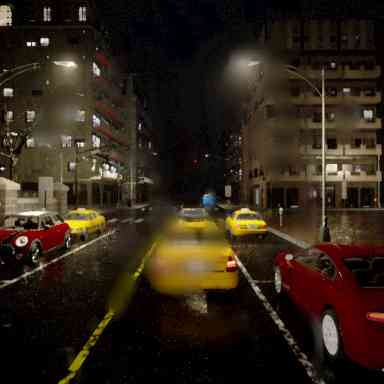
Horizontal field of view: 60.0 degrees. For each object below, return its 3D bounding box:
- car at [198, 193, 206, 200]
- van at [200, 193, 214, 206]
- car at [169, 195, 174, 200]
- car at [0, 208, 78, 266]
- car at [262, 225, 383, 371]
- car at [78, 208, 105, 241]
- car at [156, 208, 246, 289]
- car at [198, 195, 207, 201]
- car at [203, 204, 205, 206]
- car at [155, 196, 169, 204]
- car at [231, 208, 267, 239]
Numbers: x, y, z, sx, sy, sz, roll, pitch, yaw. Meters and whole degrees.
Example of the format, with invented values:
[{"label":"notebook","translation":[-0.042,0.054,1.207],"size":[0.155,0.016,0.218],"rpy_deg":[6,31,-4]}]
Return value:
[{"label":"car","translation":[2.651,1.243,89.007],"size":[2.192,1.841,5.009],"rpy_deg":[1,0,0]},{"label":"van","translation":[2.670,1.317,54.981],"size":[1.690,1.788,3.998],"rpy_deg":[1,0,0]},{"label":"car","translation":[-5.733,1.510,89.060],"size":[1.802,1.307,4.206],"rpy_deg":[1,0,0]},{"label":"car","translation":[-5.688,1.441,11.387],"size":[1.967,1.590,4.097],"rpy_deg":[1,0,0]},{"label":"car","translation":[2.694,1.546,5.755],"size":[1.887,1.381,4.507],"rpy_deg":[1,0,0]},{"label":"car","translation":[-5.692,1.526,16.831],"size":[1.752,1.417,4.829],"rpy_deg":[1,0,0]},{"label":"car","translation":[0.094,1.458,9.127],"size":[1.801,1.575,5.366],"rpy_deg":[0,0,0]},{"label":"car","translation":[2.651,1.489,83.336],"size":[2.008,1.369,4.403],"rpy_deg":[1,0,0]},{"label":"car","translation":[0.096,1.601,19.616],"size":[1.895,1.301,4.718],"rpy_deg":[0,0,0]},{"label":"car","translation":[-5.717,1.552,60.705],"size":[1.802,1.307,4.206],"rpy_deg":[1,0,0]},{"label":"car","translation":[2.688,1.526,17.159],"size":[1.752,1.417,4.829],"rpy_deg":[1,0,0]}]
